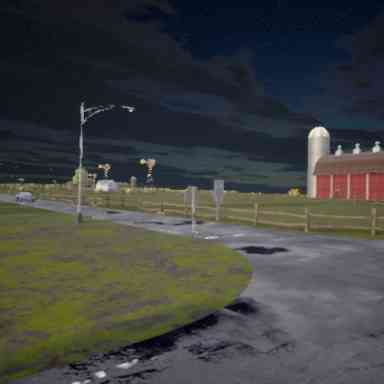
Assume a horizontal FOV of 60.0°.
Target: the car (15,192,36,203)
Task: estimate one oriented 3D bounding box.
[{"bbox_3d":[-23.440,0.712,46.751,1.812,1.442,4.674,2,0,-39],"label":"car"}]
